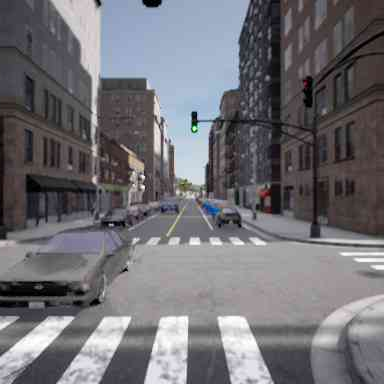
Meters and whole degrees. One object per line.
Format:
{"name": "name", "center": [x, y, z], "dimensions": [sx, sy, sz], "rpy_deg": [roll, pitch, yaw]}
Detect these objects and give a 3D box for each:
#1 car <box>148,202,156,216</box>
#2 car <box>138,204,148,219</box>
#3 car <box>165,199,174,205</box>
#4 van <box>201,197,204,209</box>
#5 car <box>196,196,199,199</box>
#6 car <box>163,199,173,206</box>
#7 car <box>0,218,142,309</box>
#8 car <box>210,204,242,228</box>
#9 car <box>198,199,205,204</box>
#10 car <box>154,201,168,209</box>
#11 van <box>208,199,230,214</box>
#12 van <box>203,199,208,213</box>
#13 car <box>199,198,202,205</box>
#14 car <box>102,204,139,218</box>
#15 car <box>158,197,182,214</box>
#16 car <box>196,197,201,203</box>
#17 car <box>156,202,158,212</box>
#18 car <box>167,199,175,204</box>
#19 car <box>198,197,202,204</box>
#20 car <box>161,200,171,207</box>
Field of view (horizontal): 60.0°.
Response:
{"name": "car", "center": [-5.406, 1.964, 35.873], "dimensions": [1.947, 1.339, 4.313], "rpy_deg": [0, -1, 0]}
{"name": "car", "center": [-5.403, 1.918, 30.191], "dimensions": [1.802, 1.307, 4.206], "rpy_deg": [0, -1, 0]}
{"name": "car", "center": [-5.430, 2.429, 81.329], "dimensions": [1.887, 1.381, 4.507], "rpy_deg": [0, -1, 0]}
{"name": "van", "center": [2.613, 1.862, 47.244], "dimensions": [1.690, 1.788, 3.998], "rpy_deg": [0, -1, 0]}
{"name": "car", "center": [2.592, 2.386, 87.017], "dimensions": [1.967, 1.590, 4.097], "rpy_deg": [0, -1, 0]}
{"name": "car", "center": [-5.427, 2.375, 75.647], "dimensions": [2.008, 1.369, 4.403], "rpy_deg": [0, -1, 0]}
{"name": "car", "center": [-2.757, 1.653, 8.578], "dimensions": [2.033, 1.411, 5.357], "rpy_deg": [0, -1, 0]}
{"name": "car", "center": [2.625, 1.825, 24.513], "dimensions": [2.008, 1.369, 4.403], "rpy_deg": [0, -1, 0]}
{"name": "car", "center": [2.589, 2.550, 92.698], "dimensions": [1.887, 1.381, 4.507], "rpy_deg": [0, -1, 0]}
{"name": "car", "center": [-5.418, 2.208, 58.600], "dimensions": [1.947, 1.339, 4.313], "rpy_deg": [0, -1, 0]}
{"name": "van", "center": [2.622, 1.677, 30.198], "dimensions": [1.690, 1.788, 3.998], "rpy_deg": [0, -1, 0]}
{"name": "van", "center": [2.616, 1.801, 41.562], "dimensions": [1.690, 1.788, 3.998], "rpy_deg": [0, -1, 0]}
{"name": "car", "center": [2.607, 2.224, 58.605], "dimensions": [1.802, 1.307, 4.206], "rpy_deg": [0, -1, 0]}
{"name": "car", "center": [-5.400, 1.839, 24.509], "dimensions": [1.947, 1.339, 4.313], "rpy_deg": [0, -1, 0]}
{"name": "car", "center": [-2.773, 1.706, 43.078], "dimensions": [2.150, 2.045, 5.566], "rpy_deg": [0, 0, 0]}
{"name": "car", "center": [2.595, 2.430, 81.333], "dimensions": [1.887, 1.381, 4.507], "rpy_deg": [0, -1, 0]}
{"name": "car", "center": [-5.412, 2.071, 47.237], "dimensions": [2.008, 1.369, 4.403], "rpy_deg": [0, -1, 0]}
{"name": "car", "center": [-5.433, 2.511, 87.011], "dimensions": [1.947, 1.339, 4.313], "rpy_deg": [0, -1, 0]}
{"name": "car", "center": [2.604, 2.230, 64.458], "dimensions": [1.752, 1.417, 4.829], "rpy_deg": [0, -1, 0]}
{"name": "car", "center": [-5.424, 2.308, 69.965], "dimensions": [1.887, 1.381, 4.507], "rpy_deg": [0, -1, 0]}
